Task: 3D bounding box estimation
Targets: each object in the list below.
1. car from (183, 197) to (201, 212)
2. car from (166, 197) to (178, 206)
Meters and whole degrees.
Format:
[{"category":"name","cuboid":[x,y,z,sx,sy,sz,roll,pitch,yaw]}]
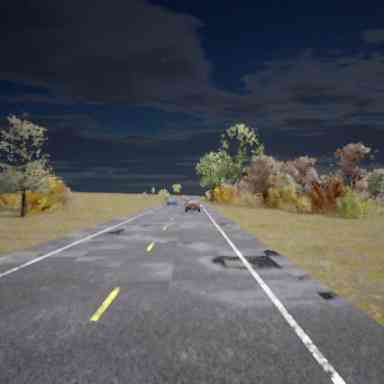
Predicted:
[{"category":"car","cuboid":[0.091,1.718,42.518,1.812,1.442,4.674,0,0,0]},{"category":"car","cuboid":[-3.539,1.748,59.286,1.882,1.535,5.008,0,0,1]}]
